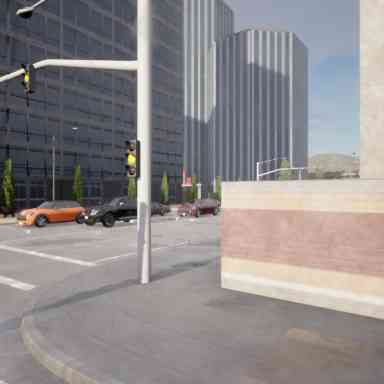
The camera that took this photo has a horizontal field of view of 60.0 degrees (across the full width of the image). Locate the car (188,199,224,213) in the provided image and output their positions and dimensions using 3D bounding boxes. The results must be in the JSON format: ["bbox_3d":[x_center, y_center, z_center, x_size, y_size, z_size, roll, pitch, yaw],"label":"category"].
[{"bbox_3d":[1.760,1.560,39.082,1.837,1.490,4.892,0,0,36],"label":"car"}]

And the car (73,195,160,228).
[{"bbox_3d":[-5.132,1.277,23.502,2.150,2.045,5.566,0,0,36],"label":"car"}]

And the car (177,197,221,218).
[{"bbox_3d":[0.595,1.407,31.473,2.097,1.767,4.553,0,0,36],"label":"car"}]

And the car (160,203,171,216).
[{"bbox_3d":[-4.164,1.603,30.851,2.033,1.411,5.357,0,0,36],"label":"car"}]

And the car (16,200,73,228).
[{"bbox_3d":[-9.688,1.407,23.155,2.097,1.767,4.553,0,0,36],"label":"car"}]
